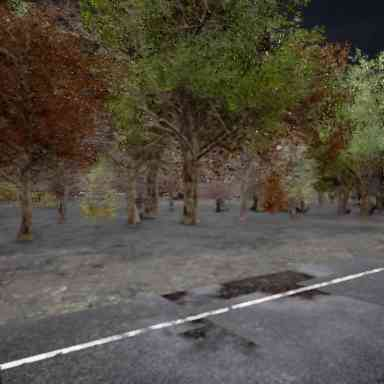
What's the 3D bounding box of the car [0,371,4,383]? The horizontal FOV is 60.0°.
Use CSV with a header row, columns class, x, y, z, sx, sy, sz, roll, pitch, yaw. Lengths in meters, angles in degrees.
class,x,y,z,sx,sy,sz,roll,pitch,yaw
car,-3.445,1.482,1.289,4.892,1.490,1.837,1,0,-35
